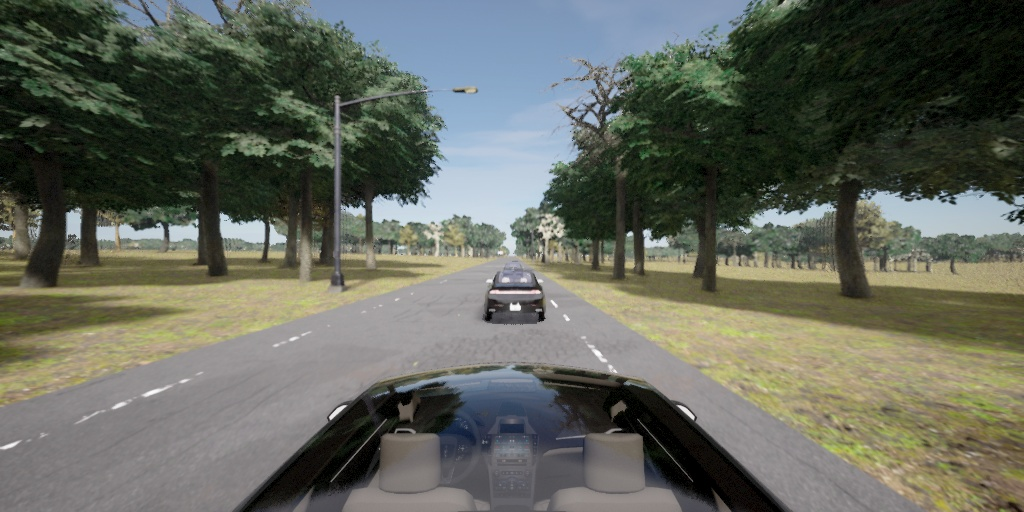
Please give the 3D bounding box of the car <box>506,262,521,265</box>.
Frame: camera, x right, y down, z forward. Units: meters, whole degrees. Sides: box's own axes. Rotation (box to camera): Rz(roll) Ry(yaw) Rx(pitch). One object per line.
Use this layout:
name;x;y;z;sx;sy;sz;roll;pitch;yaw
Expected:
car;0.099;1.264;32.611;2.033;1.411;5.357;0;0;0

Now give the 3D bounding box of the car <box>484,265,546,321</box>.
car;0.097;1.235;12.459;2.128;1.511;4.902;0;0;0
